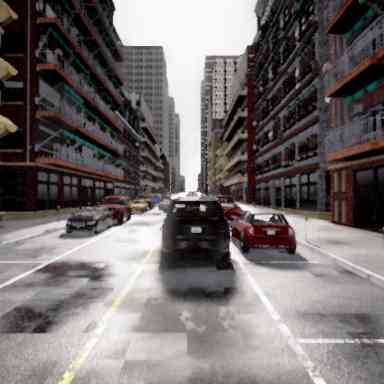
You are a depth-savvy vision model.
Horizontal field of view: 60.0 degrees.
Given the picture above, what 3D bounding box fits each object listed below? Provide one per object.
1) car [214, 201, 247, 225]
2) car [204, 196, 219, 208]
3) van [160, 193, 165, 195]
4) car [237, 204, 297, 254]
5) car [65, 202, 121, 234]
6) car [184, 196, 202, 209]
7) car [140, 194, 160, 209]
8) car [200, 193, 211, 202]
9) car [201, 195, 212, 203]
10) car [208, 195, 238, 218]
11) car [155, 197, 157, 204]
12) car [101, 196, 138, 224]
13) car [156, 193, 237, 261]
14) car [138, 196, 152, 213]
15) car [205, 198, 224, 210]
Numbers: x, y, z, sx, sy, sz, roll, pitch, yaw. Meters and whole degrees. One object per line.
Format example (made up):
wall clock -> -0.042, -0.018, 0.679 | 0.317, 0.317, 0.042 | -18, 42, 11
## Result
car -> 2.709, 1.473, 24.385 | 1.887, 1.381, 4.507 | 1, 0, 0
car -> 2.712, 1.383, 46.716 | 1.752, 1.417, 4.829 | 1, 0, 0
van -> -5.664, 1.181, 52.035 | 1.690, 1.788, 3.998 | 1, 0, 0
car -> 2.708, 1.402, 13.303 | 1.967, 1.590, 4.097 | 1, 0, 0
car -> -5.674, 1.496, 18.793 | 2.008, 1.369, 4.403 | 1, 0, 0
car -> 0.107, 1.360, 42.852 | 2.128, 1.511, 4.902 | 0, 0, 0
car -> -5.665, 1.191, 40.954 | 2.192, 1.841, 5.009 | 1, 0, 0
car -> 2.719, 1.101, 68.708 | 2.192, 1.841, 5.009 | 1, 0, 0
car -> 2.714, 1.349, 63.167 | 1.887, 1.381, 4.507 | 1, 0, 0
car -> 2.713, 1.225, 29.924 | 2.192, 1.841, 5.009 | 1, 0, 0
car -> -3.002, 1.477, 40.672 | 1.895, 1.301, 4.718 | 0, 0, 0
car -> -5.668, 1.243, 24.332 | 2.192, 1.841, 5.009 | 1, 0, 0
car -> 0.078, 1.185, 12.245 | 2.150, 2.045, 5.566 | 0, 0, -1
car -> -5.671, 1.419, 35.244 | 1.752, 1.417, 4.829 | 1, 0, 0
car -> 2.710, 1.426, 41.006 | 2.008, 1.369, 4.403 | 1, 0, 0
